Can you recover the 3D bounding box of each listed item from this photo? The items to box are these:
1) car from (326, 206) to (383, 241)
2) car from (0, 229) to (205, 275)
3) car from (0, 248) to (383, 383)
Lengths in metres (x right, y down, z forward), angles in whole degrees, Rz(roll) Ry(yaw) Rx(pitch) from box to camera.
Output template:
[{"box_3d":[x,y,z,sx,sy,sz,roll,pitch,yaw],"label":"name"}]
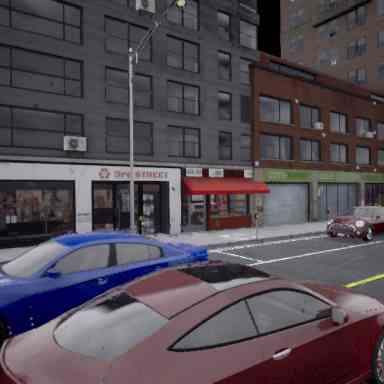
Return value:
[{"box_3d":[8.456,1.435,16.440,4.097,1.590,1.967,0,-1,-35],"label":"car"},{"box_3d":[-1.947,1.477,5.856,5.008,1.535,1.882,0,0,-36],"label":"car"},{"box_3d":[0.467,1.525,3.643,4.674,1.442,1.812,0,0,-35],"label":"car"}]
